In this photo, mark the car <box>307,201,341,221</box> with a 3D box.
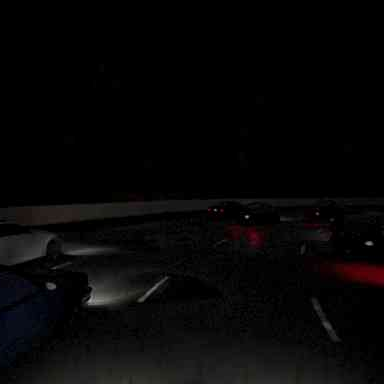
[{"bbox_3d":[10.770,1.460,26.142,1.882,1.535,5.008,0,0,41],"label":"car"}]

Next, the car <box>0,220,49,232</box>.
[{"bbox_3d":[-5.692,1.502,9.469,1.812,1.442,4.674,0,0,12],"label":"car"}]

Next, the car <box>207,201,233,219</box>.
[{"bbox_3d":[3.443,1.513,28.747,2.033,1.411,5.357,0,0,39],"label":"car"}]

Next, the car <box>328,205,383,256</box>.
[{"bbox_3d":[6.468,1.471,12.817,1.882,1.535,5.008,0,0,20],"label":"car"}]

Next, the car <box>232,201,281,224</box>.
[{"bbox_3d":[5.042,1.500,24.517,1.812,1.442,4.674,0,0,34],"label":"car"}]

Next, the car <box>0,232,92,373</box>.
[{"bbox_3d":[-3.026,1.536,3.775,2.033,1.411,5.357,0,0,6],"label":"car"}]
